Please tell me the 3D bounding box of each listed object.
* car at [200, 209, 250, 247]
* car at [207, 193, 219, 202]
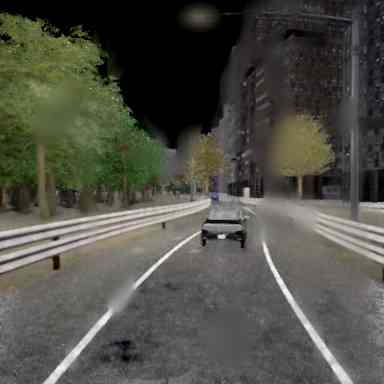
[{"bbox_3d":[1.566,1.499,15.123,2.128,1.511,4.902,0,0,10],"label":"car"},{"bbox_3d":[4.542,1.166,74.119,2.150,2.045,5.566,0,0,-9],"label":"car"}]
